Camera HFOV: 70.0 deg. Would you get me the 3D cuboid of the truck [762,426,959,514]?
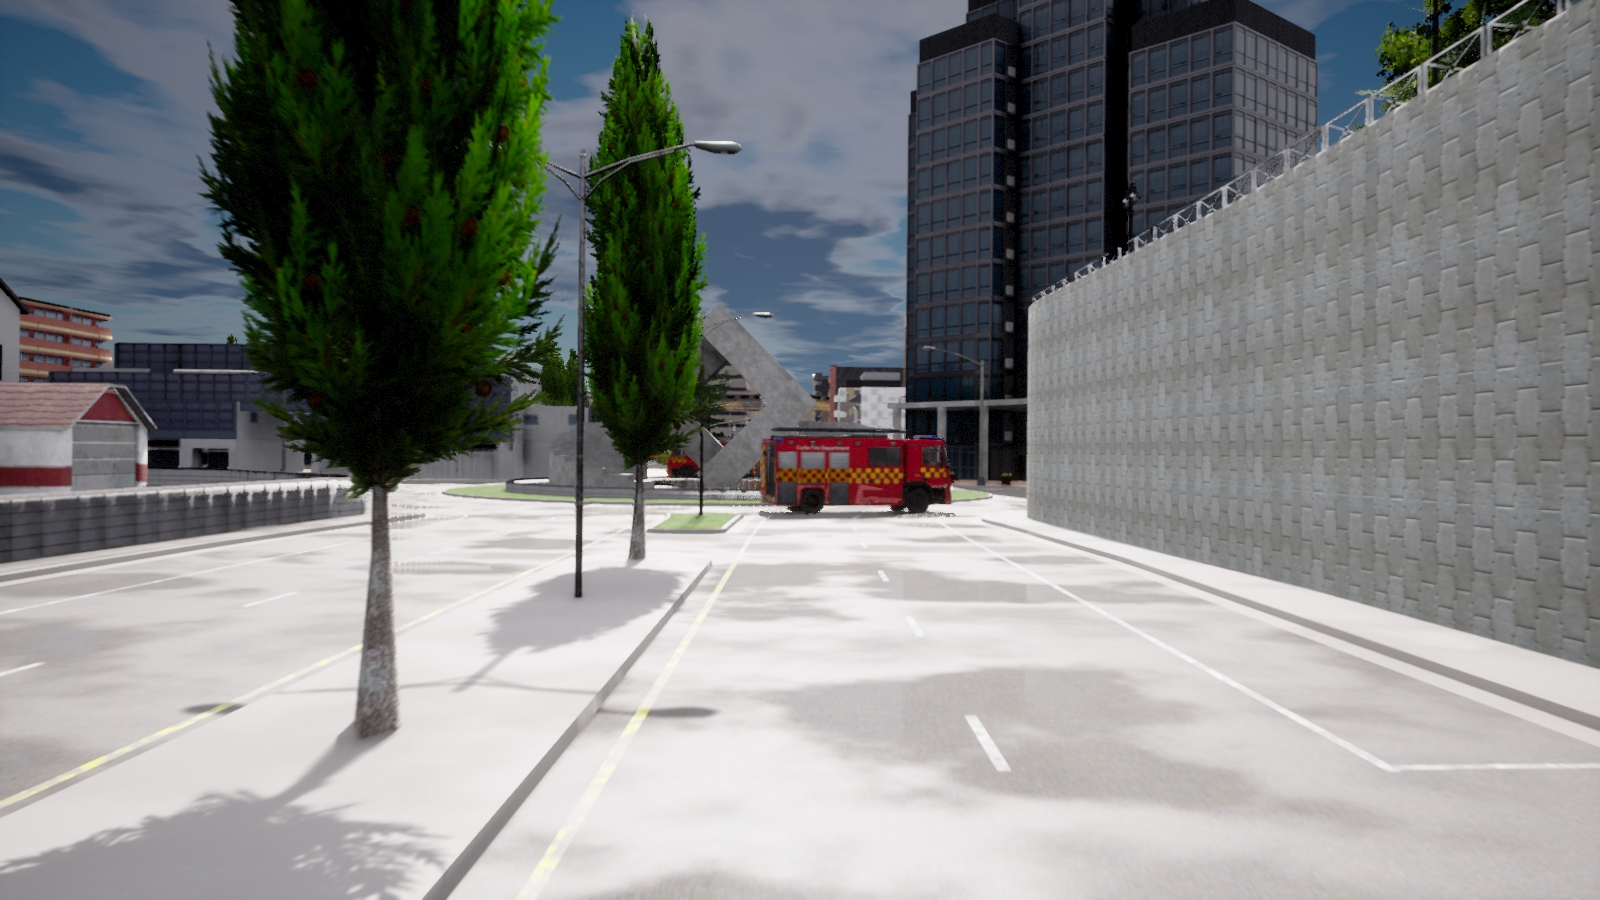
[{"bbox_3d":[2.747,0.920,52.322,8.468,3.827,2.891,1,0,-16],"label":"truck"}]
